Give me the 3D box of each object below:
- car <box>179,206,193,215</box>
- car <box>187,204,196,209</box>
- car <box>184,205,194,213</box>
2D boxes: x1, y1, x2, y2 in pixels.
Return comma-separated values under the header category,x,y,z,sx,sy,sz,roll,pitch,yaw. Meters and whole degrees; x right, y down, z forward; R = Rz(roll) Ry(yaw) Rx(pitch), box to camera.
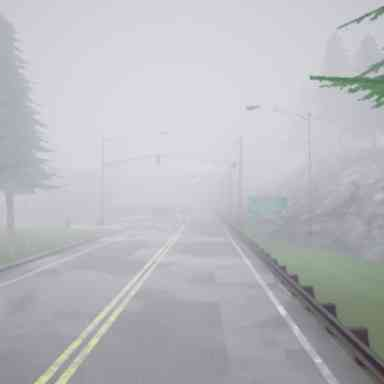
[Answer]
category,x,y,z,sx,sy,sz,roll,pitch,yaw
car,-1.345,3.347,60.188,1.837,1.490,4.892,0,-2,3
car,-0.107,3.949,90.848,2.033,1.411,5.357,0,-2,2
car,-0.704,3.846,75.585,2.128,1.511,4.902,0,-2,2
